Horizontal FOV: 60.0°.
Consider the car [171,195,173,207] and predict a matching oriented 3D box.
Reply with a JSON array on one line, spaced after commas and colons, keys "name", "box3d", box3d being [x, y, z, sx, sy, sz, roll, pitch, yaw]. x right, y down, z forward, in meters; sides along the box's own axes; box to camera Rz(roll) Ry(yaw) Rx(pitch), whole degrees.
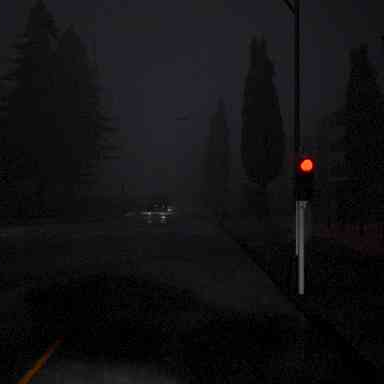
[{"name": "car", "box3d": [-4.166, 1.221, 52.439, 2.150, 2.045, 5.566, 0, 0, 0]}]

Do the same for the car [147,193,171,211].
[{"name": "car", "box3d": [-4.166, 1.221, 40.843, 2.150, 2.045, 5.566, 0, 0, 0]}]
